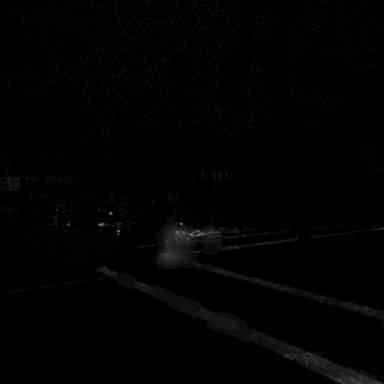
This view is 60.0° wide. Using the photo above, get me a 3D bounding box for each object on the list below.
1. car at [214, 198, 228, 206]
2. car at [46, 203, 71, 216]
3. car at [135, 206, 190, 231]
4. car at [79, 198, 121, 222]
[{"bbox_3d":[5.807,1.840,60.292,1.970,1.475,3.806,0,-1,-37],"label":"car"},{"bbox_3d":[-16.318,2.123,40.531,1.812,1.442,4.674,0,-1,-36],"label":"car"},{"bbox_3d":[-2.029,1.652,21.533,1.812,1.442,4.674,0,-1,-37],"label":"car"},{"bbox_3d":[-8.464,1.525,30.078,2.150,2.045,5.566,0,-1,-37],"label":"car"}]
